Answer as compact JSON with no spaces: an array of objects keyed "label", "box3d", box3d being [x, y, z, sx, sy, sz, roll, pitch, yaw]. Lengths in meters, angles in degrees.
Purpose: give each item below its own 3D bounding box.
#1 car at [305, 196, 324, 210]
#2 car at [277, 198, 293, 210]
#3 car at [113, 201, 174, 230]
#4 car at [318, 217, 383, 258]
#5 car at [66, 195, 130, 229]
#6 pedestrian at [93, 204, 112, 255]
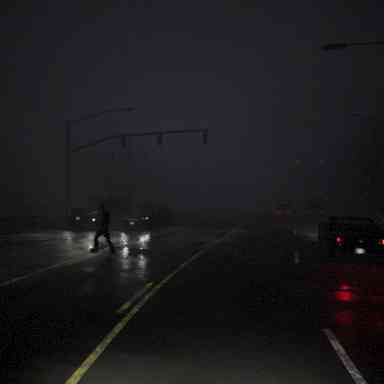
[{"label":"car","box3d":[15.194,1.303,41.417,2.097,1.767,4.553,0,0,18]},{"label":"car","box3d":[11.831,1.442,42.368,2.128,1.511,4.902,0,0,17]},{"label":"car","box3d":[-2.650,1.493,21.047,2.128,1.511,4.902,0,0,17]},{"label":"car","box3d":[6.033,1.601,12.862,1.895,1.301,4.718,0,0,16]},{"label":"car","box3d":[-5.940,1.207,22.253,2.150,2.045,5.566,0,0,17]},{"label":"pedestrian","box3d":[-3.189,1.294,11.863,0.375,1.860,0.375,0,0,15]}]
